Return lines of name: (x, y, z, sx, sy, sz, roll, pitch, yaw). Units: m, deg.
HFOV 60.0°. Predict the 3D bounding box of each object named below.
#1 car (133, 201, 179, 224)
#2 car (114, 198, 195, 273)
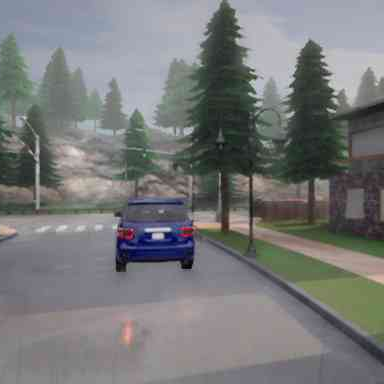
car: (-2.602, 1.487, 25.276, 1.895, 1.301, 4.718, 0, 2, 15)
car: (-1.350, 1.207, 10.934, 2.150, 2.045, 5.566, 0, 0, -11)
